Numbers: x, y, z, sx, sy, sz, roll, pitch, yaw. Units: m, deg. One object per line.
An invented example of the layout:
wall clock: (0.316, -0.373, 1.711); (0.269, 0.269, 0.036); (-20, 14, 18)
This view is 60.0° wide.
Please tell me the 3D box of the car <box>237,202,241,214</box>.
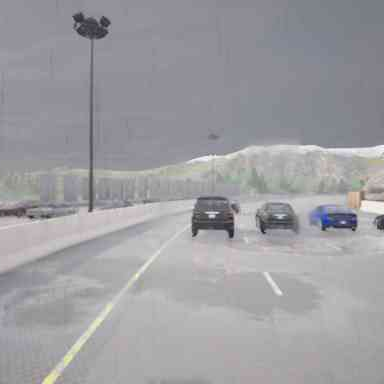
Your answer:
car: (4.241, 1.551, 36.392); (1.812, 1.442, 4.674); (0, 0, 12)

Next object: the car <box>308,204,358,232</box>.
car: (8.579, 1.506, 20.651); (1.882, 1.535, 5.008); (0, 0, 7)

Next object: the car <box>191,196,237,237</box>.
car: (1.229, 1.232, 18.391); (2.150, 2.045, 5.566); (0, 0, 6)

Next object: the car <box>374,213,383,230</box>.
car: (11.843, 1.600, 18.489); (1.994, 1.385, 4.181); (0, 0, 7)

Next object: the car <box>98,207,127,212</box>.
car: (-7.424, 1.501, 32.619); (1.837, 1.490, 4.892); (0, 0, 11)

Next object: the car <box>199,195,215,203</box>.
car: (3.126, 1.508, 68.666); (1.882, 1.535, 5.008); (0, 0, 22)

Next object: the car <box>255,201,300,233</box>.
car: (4.963, 1.372, 19.847); (2.097, 1.767, 4.553); (0, 0, 7)

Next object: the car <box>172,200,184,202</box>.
car: (-2.991, 1.545, 62.487); (1.812, 1.442, 4.674); (0, 0, 20)
